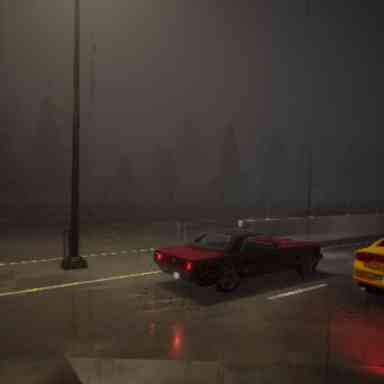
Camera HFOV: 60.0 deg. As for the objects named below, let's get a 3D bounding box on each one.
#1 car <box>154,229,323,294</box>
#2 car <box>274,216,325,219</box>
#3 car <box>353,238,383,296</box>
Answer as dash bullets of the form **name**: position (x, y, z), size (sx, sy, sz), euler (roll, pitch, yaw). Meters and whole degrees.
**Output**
- **car**: position (1.450, 1.676, 9.037), size (4.718, 1.301, 1.895), euler (1, 0, -35)
- **car**: position (6.795, 1.734, 21.348), size (4.674, 1.442, 1.812), euler (1, -1, -34)
- **car**: position (5.829, 1.582, 7.802), size (5.008, 1.535, 1.882), euler (1, 0, -34)
